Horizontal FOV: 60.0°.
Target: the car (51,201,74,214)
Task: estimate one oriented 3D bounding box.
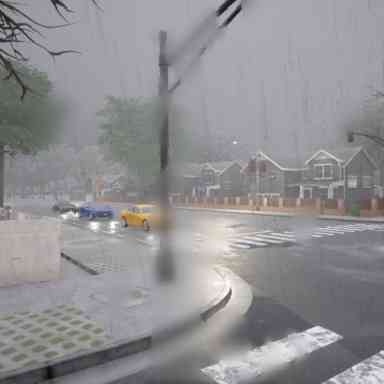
[{"bbox_3d":[-14.656,1.727,38.125,2.033,1.411,5.357,-1,0,-36],"label":"car"}]

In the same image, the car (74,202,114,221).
[{"bbox_3d":[-8.626,1.621,29.620,1.882,1.535,5.008,-1,0,-35],"label":"car"}]

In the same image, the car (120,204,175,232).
[{"bbox_3d":[-2.981,1.588,21.652,1.882,1.535,5.008,-1,0,-35],"label":"car"}]
